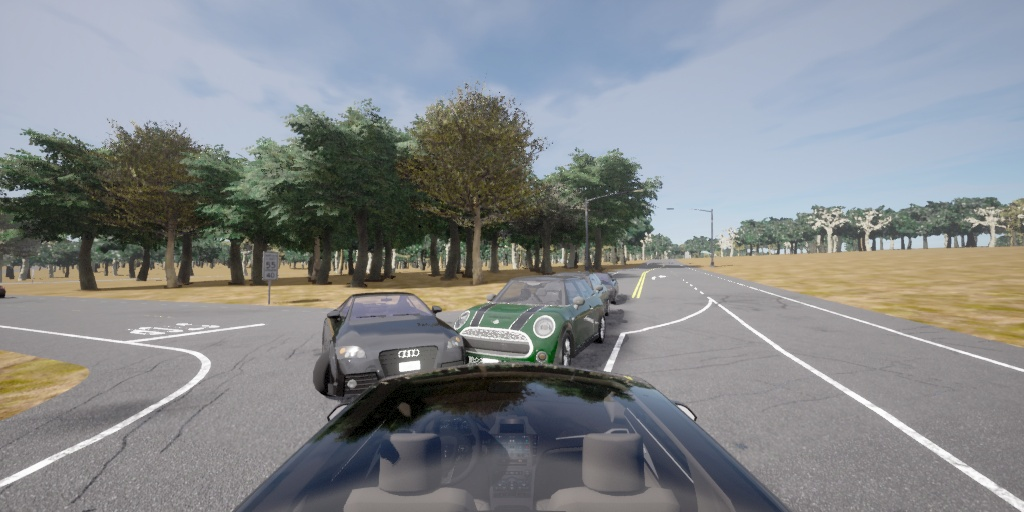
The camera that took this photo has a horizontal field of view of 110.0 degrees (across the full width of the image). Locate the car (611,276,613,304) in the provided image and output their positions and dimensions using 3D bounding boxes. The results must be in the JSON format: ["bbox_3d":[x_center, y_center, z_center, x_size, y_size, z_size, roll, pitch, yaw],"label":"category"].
[{"bbox_3d":[2.023,1.344,12.143,2.097,1.767,4.553,-1,-1,21],"label":"car"}]

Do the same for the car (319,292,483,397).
[{"bbox_3d":[-2.355,1.376,6.625,1.994,1.385,4.181,1,-2,-29],"label":"car"}]

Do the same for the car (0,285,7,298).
[{"bbox_3d":[-40.861,2.562,27.387,4.181,1.385,1.994,-2,-3,22],"label":"car"}]

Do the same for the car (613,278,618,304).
[{"bbox_3d":[4.217,1.509,17.870,1.994,1.385,4.181,-1,0,19],"label":"car"}]

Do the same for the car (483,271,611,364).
[{"bbox_3d":[0.617,1.218,7.830,2.097,1.767,4.553,-1,-2,26],"label":"car"}]
